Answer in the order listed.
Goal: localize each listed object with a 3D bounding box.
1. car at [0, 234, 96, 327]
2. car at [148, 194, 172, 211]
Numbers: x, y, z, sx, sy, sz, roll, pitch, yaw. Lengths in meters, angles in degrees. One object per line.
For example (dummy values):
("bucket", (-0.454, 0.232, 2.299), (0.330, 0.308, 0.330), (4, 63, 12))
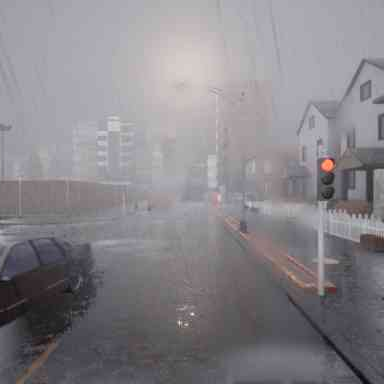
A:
("car", (-3.620, 1.547, 6.177), (2.033, 1.411, 5.357), (0, 0, 8))
("car", (-4.088, 1.221, 41.156), (2.150, 2.045, 5.566), (0, 0, 0))
